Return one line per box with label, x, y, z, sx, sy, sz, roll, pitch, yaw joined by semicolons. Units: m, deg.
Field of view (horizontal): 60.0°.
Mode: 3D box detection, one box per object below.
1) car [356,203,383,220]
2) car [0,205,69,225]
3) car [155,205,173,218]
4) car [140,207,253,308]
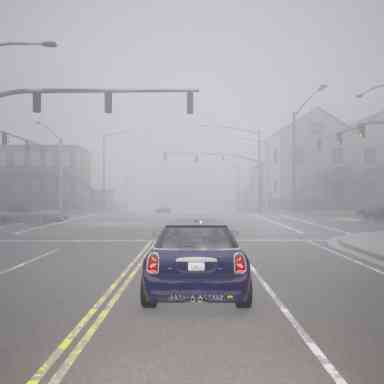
car;16.633;1.544;27.651;5.357;1.411;2.033;0;0;-1
car;-11.208;1.577;23.361;4.718;1.301;1.895;-1;0;5
car;-3.551;2.565;42.552;1.895;1.301;4.718;0;-8;0
car;0.094;1.351;8.068;2.097;1.767;4.553;0;0;0
